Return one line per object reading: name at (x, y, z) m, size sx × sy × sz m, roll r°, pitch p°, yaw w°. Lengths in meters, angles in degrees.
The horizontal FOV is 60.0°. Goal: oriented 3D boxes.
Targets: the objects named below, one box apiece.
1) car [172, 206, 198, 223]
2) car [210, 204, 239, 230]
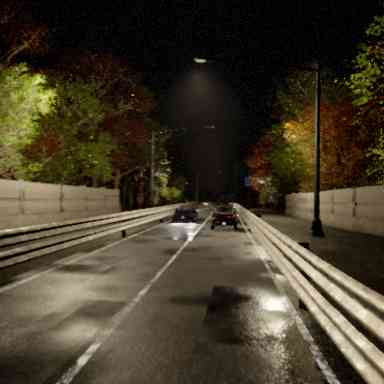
car at (-0.554, 1.951, 29.650) m, size 1.994 × 1.385 × 4.181 m, roll 1°, pitch -1°, yaw 6°
car at (2.378, 1.870, 24.558) m, size 1.837 × 1.490 × 4.892 m, roll 1°, pitch -1°, yaw 6°
